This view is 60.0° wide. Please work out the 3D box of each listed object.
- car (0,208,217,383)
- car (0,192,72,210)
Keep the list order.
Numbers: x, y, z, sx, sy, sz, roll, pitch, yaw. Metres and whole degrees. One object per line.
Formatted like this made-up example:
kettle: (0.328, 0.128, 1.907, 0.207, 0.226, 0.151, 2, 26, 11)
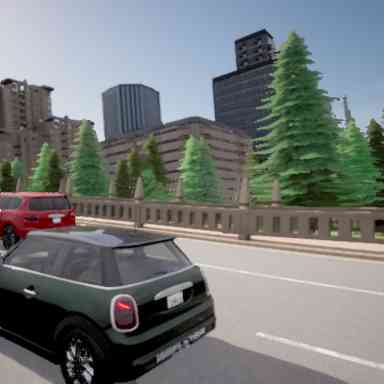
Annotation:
car: (-1.938, 1.334, 5.373, 4.553, 1.767, 2.097, 1, 0, 36)
car: (-6.925, 1.017, 13.230, 5.566, 2.045, 2.150, 2, 1, 35)
